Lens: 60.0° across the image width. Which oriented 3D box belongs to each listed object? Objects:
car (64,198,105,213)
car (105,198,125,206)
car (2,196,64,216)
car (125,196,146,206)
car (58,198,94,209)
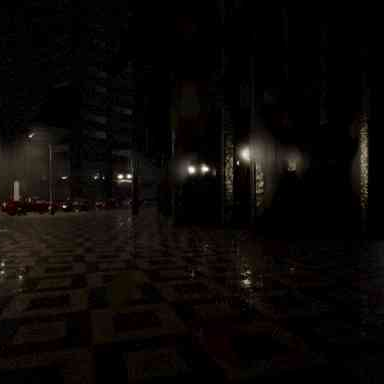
[{"bbox_3d":[-12.250,1.569,36.606,1.947,1.339,4.313,0,0,35],"label":"car"},{"bbox_3d":[-12.828,1.572,50.753,1.802,1.307,4.206,0,0,35],"label":"car"},{"bbox_3d":[-15.460,1.322,31.967,2.192,1.841,5.009,0,0,35],"label":"car"},{"bbox_3d":[-9.619,1.427,55.390,1.967,1.590,4.097,0,0,35],"label":"car"},{"bbox_3d":[-16.037,1.538,46.115,1.887,1.381,4.507,0,0,35],"label":"car"}]
